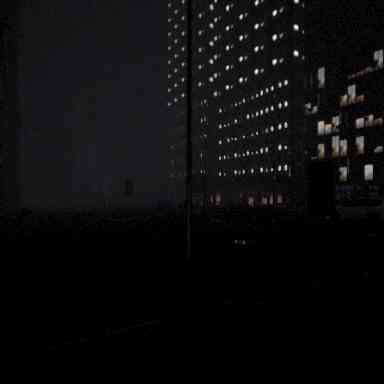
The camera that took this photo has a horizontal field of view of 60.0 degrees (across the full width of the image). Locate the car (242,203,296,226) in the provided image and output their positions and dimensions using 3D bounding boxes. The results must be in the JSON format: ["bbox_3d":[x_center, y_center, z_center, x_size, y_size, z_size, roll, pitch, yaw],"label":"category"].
[{"bbox_3d":[6.184,1.811,25.942,2.008,1.369,4.403,-1,-1,-26],"label":"car"}]

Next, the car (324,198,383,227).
[{"bbox_3d":[13.068,1.447,25.300,2.150,2.045,5.566,0,-1,-27],"label":"car"}]

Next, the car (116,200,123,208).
[{"bbox_3d":[-13.230,2.599,66.345,1.752,1.417,4.829,-1,-1,-26],"label":"car"}]

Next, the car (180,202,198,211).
[{"bbox_3d":[-0.815,2.268,53.782,1.882,1.535,5.008,0,-1,-25],"label":"car"}]

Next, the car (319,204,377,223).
[{"bbox_3d":[13.737,1.850,29.571,2.008,1.369,4.403,-1,-1,-26],"label":"car"}]

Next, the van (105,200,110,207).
[{"bbox_3d":[-18.178,2.631,76.638,1.690,1.788,3.998,-1,-1,-26],"label":"van"}]

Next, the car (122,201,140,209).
[{"bbox_3d":[-10.867,2.522,61.429,2.008,1.369,4.403,-1,-1,-26],"label":"car"}]

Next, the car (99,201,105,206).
[{"bbox_3d":[-23.045,3.049,86.775,1.887,1.381,4.507,-1,-1,-26],"label":"car"}]

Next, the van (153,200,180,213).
[{"bbox_3d":[-3.564,2.002,46.223,1.690,1.788,3.998,-1,-1,-26],"label":"van"}]

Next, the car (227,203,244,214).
[{"bbox_3d":[6.430,2.165,44.780,1.947,1.339,4.313,-1,-1,-26],"label":"car"}]

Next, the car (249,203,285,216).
[{"bbox_3d":[8.866,2.064,39.710,1.947,1.339,4.313,-1,-1,-26],"label":"car"}]

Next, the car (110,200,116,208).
[{"bbox_3d":[-15.739,2.727,71.568,1.887,1.381,4.507,-1,-1,-26],"label":"car"}]

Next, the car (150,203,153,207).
[{"bbox_3d":[-8.184,2.804,75.196,1.802,1.307,4.206,-1,-1,-26],"label":"car"}]
